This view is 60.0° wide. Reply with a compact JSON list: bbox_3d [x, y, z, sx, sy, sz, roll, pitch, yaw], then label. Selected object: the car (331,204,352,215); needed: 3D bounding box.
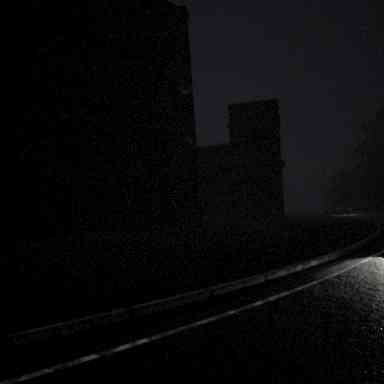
[{"bbox_3d":[23.422,2.714,52.391,1.882,1.535,5.008,-4,-2,6],"label":"car"}]
